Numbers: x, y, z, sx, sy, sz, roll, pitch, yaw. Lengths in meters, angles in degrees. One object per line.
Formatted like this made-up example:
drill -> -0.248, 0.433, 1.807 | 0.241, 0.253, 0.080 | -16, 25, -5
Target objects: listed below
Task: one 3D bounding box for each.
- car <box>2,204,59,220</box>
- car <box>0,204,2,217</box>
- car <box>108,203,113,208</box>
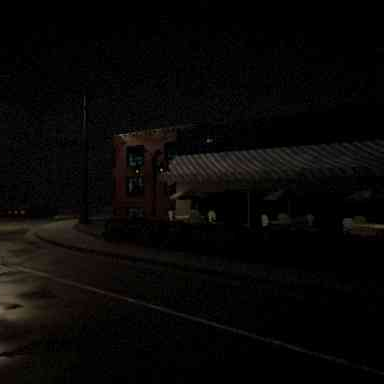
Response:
car -> -14.785, 1.823, 31.242 | 2.033, 1.411, 5.357 | 0, -1, 10
car -> -18.519, 1.801, 30.820 | 2.033, 1.411, 5.357 | 0, -1, 8
car -> -12.846, 2.162, 61.390 | 2.033, 1.411, 5.357 | 0, -1, 37
